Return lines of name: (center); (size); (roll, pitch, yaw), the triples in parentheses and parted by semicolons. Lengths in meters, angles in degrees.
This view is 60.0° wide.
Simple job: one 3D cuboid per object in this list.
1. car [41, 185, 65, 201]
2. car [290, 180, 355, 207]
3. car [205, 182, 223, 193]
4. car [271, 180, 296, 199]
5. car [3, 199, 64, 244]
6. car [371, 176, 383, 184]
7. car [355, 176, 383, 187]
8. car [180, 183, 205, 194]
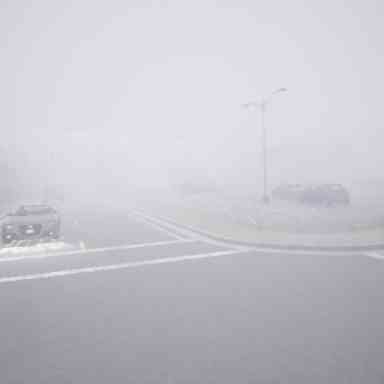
car: (-15.914, 0.202, 38.244); (2.150, 2.045, 5.566); (-3, 3, -21)
car: (8.736, 0.176, 22.577); (1.845, 1.501, 3.633); (-3, 2, -20)
car: (2.612, -0.649, 48.113); (2.152, 1.636, 5.027); (-3, 2, -20)
car: (8.954, -0.134, 30.565); (1.970, 1.475, 3.806); (-3, 2, -20)
car: (-6.763, 1.241, 14.307); (1.994, 1.385, 4.181); (-3, 2, -21)
car: (34.700, -2.218, 60.007); (1.970, 1.475, 3.806); (-3, 2, -20)
car: (25.755, -1.512, 48.428); (2.007, 1.523, 4.514); (-3, 2, -20)
car: (-0.310, -0.492, 46.980); (2.007, 1.523, 4.514); (-3, 2, -20)
